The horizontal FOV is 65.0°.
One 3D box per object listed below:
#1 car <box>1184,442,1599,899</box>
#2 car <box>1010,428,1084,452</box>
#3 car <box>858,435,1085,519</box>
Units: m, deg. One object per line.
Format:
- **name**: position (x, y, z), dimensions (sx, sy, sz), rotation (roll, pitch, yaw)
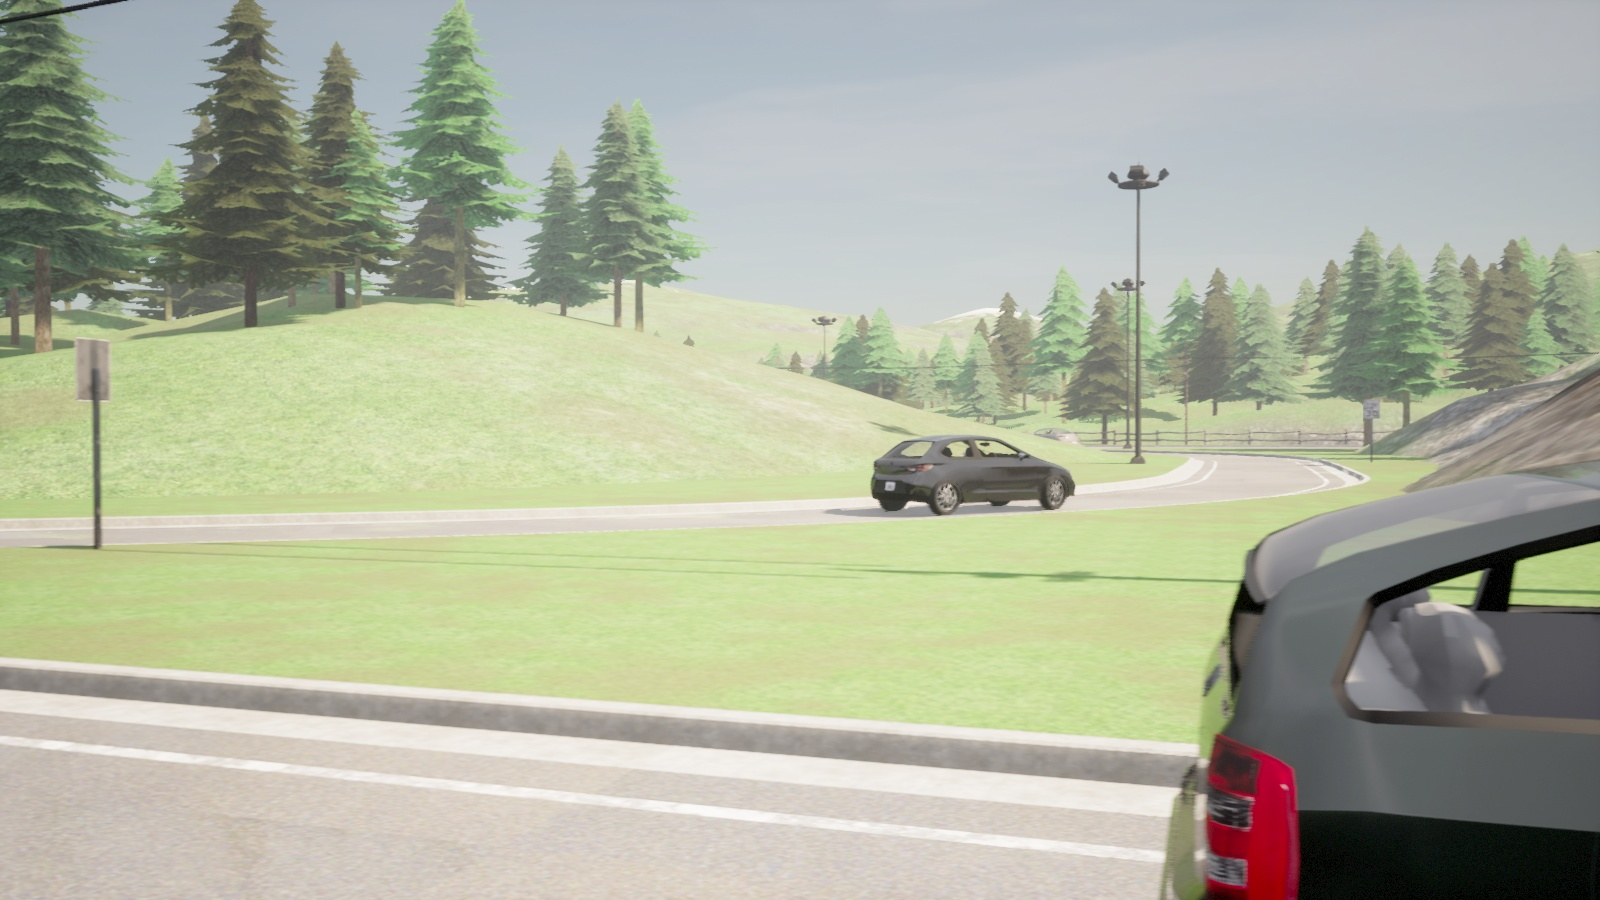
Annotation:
- **car**: position (2.665, 0.778, 2.297), dimensions (3.705, 1.549, 1.789), rotation (0, 1, 19)
- **car**: position (16.822, -0.706, 85.839), dimensions (2.152, 1.651, 5.027), rotation (0, 1, -31)
- **car**: position (3.360, 0.464, 24.275), dimensions (4.193, 1.474, 1.816), rotation (0, 1, -34)
